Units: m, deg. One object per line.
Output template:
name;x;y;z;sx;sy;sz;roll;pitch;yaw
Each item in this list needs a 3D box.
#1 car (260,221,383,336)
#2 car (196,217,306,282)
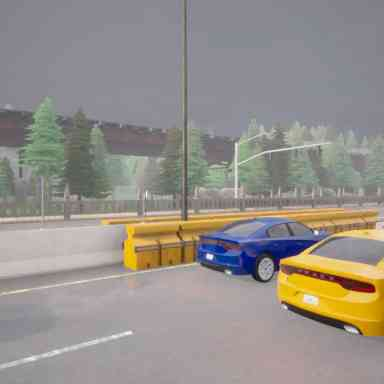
car;3.816;1.478;6.476;5.008;1.535;1.882;0;0;-35
car;2.455;1.478;9.805;5.008;1.535;1.882;0;0;-36
